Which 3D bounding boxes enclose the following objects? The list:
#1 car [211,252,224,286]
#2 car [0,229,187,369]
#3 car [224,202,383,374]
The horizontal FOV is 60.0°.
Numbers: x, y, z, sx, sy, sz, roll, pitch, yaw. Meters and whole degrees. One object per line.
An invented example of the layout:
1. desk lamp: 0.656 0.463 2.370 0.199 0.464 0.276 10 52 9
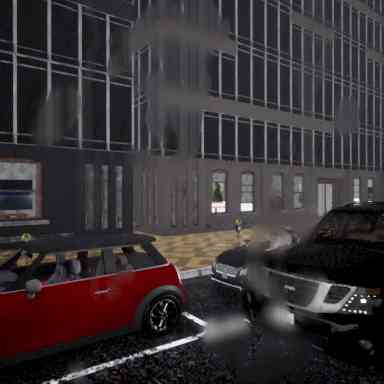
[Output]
1. car: 2.467 1.549 8.321 4.403 1.369 2.008 0 0 -36
2. car: -2.166 1.440 5.016 4.097 1.590 1.967 0 0 -36
3. car: 3.413 1.220 5.815 5.566 2.045 2.150 0 0 -36
